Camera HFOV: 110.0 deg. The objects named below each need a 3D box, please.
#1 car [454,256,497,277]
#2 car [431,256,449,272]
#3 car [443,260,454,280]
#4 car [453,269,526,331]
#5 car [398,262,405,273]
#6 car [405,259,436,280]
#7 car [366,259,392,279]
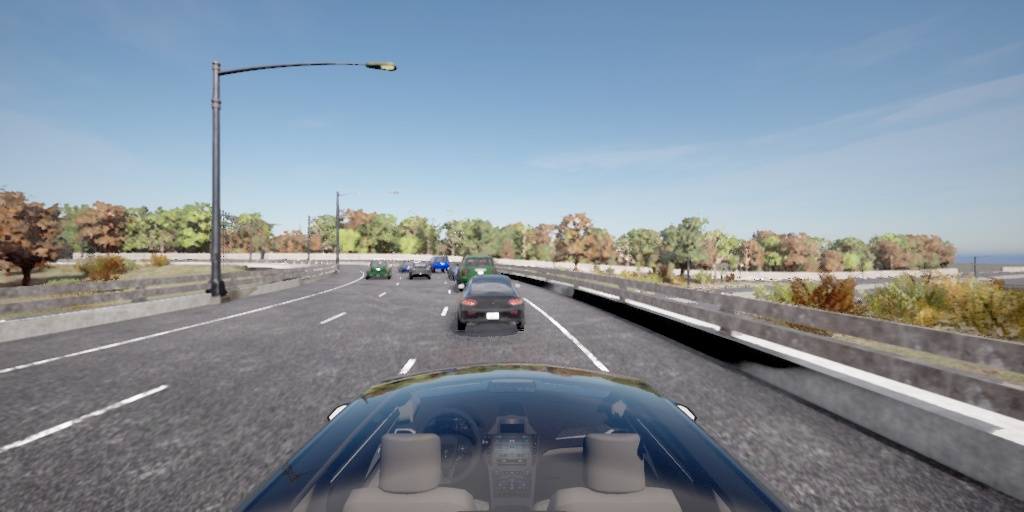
[{"bbox_3d":[-2.225,1.010,22.066,2.150,2.045,5.566,0,0,-11],"label":"car"},{"bbox_3d":[-9.281,1.060,45.249,2.150,2.045,5.566,0,0,-22],"label":"car"},{"bbox_3d":[-4.660,1.358,32.275,2.033,1.411,5.357,0,0,-17],"label":"car"},{"bbox_3d":[-0.677,1.293,11.019,1.812,1.442,4.674,0,0,-5],"label":"car"},{"bbox_3d":[-13.234,1.404,45.463,1.994,1.385,4.181,0,0,-24],"label":"car"},{"bbox_3d":[-8.453,1.305,32.836,2.128,1.511,4.902,0,0,-17],"label":"car"},{"bbox_3d":[-12.252,1.169,33.233,2.097,1.767,4.553,0,0,-17],"label":"car"}]
